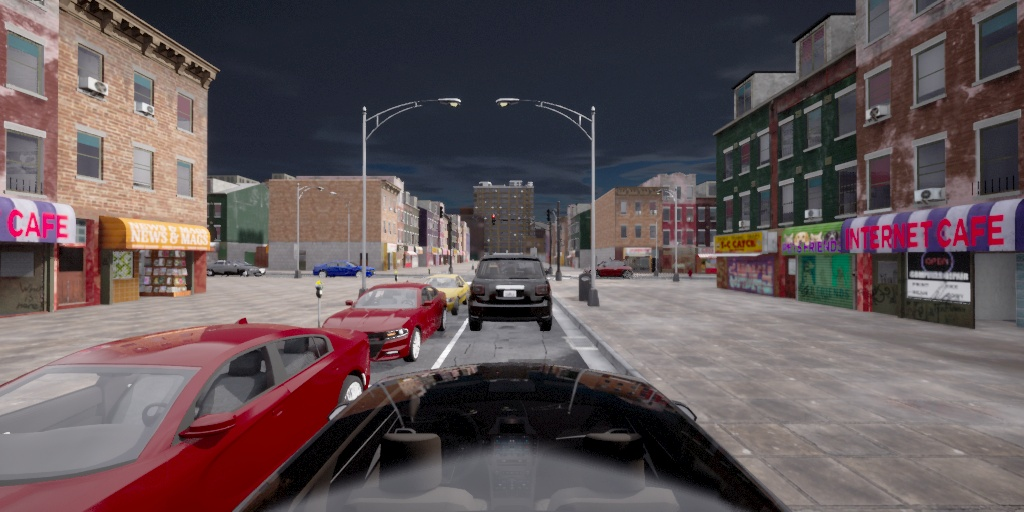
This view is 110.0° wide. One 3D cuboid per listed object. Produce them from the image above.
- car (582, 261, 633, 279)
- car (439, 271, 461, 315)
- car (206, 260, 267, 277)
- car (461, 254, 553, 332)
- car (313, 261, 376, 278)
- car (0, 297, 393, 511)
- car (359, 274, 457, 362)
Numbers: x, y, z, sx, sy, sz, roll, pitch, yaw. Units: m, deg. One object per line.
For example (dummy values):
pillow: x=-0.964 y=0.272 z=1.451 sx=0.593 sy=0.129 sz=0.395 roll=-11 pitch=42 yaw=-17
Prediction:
car: x=8.985 y=1.251 z=33.997 sx=4.553 sy=1.767 sz=2.097 roll=1 pitch=0 yaw=2
car: x=-2.626 y=1.283 z=13.559 sx=1.751 sy=1.417 sz=4.829 roll=0 pitch=0 yaw=0
car: x=-23.856 y=1.102 z=30.792 sx=4.902 sy=1.511 sz=2.128 roll=0 pitch=0 yaw=0
car: x=-0.019 y=0.976 z=11.056 sx=2.150 sy=2.045 sz=5.566 roll=0 pitch=0 yaw=1
car: x=-14.357 y=1.156 z=30.828 sx=5.008 sy=1.535 sz=1.882 roll=0 pitch=0 yaw=-1
car: x=-2.636 y=1.295 z=2.741 sx=1.888 sy=1.381 sz=4.507 roll=0 pitch=0 yaw=0
car: x=-2.631 y=1.298 z=8.235 sx=1.888 sy=1.381 sz=4.507 roll=0 pitch=0 yaw=0
